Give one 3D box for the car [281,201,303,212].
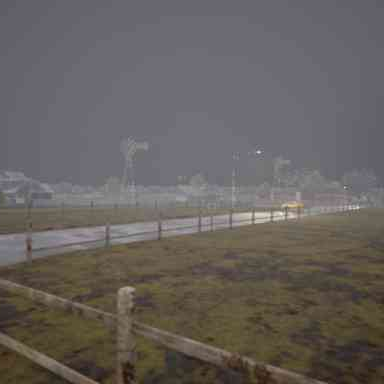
[{"bbox_3d":[14.854,2.123,49.289,1.882,1.535,5.008,1,0,36],"label":"car"}]
